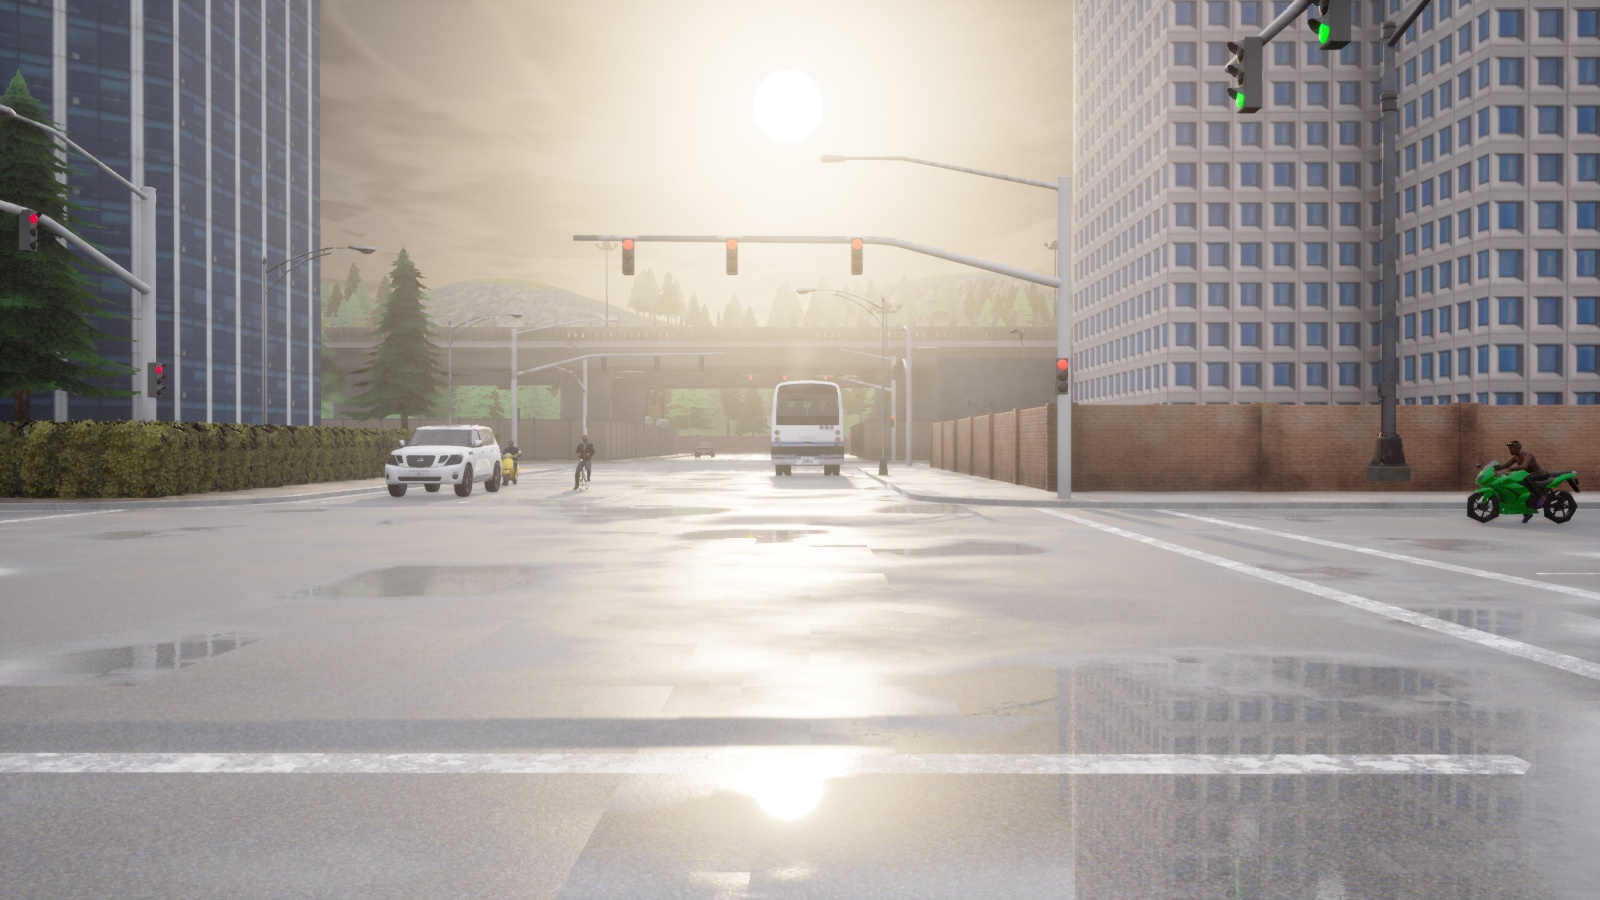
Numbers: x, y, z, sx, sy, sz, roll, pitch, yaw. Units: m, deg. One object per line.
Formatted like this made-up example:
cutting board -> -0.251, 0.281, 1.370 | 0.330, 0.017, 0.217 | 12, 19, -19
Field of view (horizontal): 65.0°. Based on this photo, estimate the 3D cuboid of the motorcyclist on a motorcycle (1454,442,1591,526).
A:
motorcyclist on a motorcycle -> 13.195, 0.610, 22.974 | 2.044, 1.523, 0.797 | 0, 0, 1

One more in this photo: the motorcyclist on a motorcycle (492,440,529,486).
motorcyclist on a motorcycle -> -10.227, 0.441, 44.414 | 0.866, 1.590, 1.817 | 0, 0, 0

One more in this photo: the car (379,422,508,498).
car -> -10.274, 0.250, 36.693 | 2.150, 2.045, 5.566 | 0, 0, 0

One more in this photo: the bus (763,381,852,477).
bus -> 0.368, -0.972, 60.677 | 3.944, 4.253, 10.273 | 0, 0, 0
